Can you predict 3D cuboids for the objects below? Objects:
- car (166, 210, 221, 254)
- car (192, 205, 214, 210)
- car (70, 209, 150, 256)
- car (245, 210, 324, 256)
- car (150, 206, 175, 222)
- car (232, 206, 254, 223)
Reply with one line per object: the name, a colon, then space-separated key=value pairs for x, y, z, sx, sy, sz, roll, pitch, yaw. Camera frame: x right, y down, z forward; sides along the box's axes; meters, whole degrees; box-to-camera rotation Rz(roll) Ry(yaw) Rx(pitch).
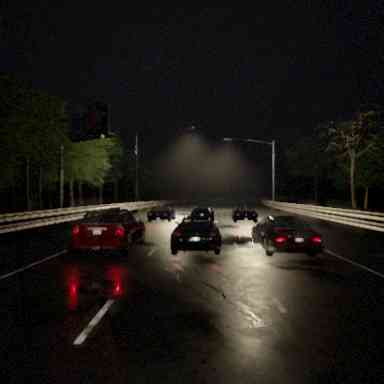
car: x=0.202 y=1.698 z=14.129 sx=1.994 sy=1.385 sz=4.181 roll=0 pitch=0 yaw=2
car: x=0.945 y=1.839 z=28.916 sx=1.994 sy=1.385 sz=4.181 roll=0 pitch=0 yaw=4
car: x=-3.309 y=1.481 z=13.974 sx=2.097 sy=1.767 sz=4.553 roll=0 pitch=-1 yaw=2
car: x=3.683 y=1.677 z=13.678 sx=2.033 sy=1.411 sz=5.357 roll=0 pitch=-1 yaw=2
car: x=-2.568 y=1.874 z=28.927 sx=1.895 sy=1.301 sz=4.718 roll=0 pitch=-1 yaw=4
car: x=4.416 y=1.872 z=28.457 sx=1.895 sy=1.301 sz=4.718 roll=0 pitch=-1 yaw=4
